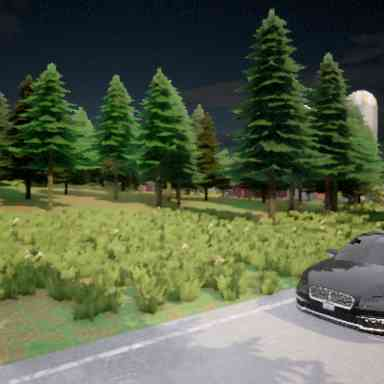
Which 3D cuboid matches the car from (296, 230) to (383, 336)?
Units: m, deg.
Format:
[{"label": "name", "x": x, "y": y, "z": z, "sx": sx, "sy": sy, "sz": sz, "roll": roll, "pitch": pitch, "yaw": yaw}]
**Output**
[{"label": "car", "x": 4.093, "y": 1.562, "z": 6.646, "sx": 4.892, "sy": 1.490, "sz": 1.837, "roll": 1, "pitch": 0, "yaw": -36}]
